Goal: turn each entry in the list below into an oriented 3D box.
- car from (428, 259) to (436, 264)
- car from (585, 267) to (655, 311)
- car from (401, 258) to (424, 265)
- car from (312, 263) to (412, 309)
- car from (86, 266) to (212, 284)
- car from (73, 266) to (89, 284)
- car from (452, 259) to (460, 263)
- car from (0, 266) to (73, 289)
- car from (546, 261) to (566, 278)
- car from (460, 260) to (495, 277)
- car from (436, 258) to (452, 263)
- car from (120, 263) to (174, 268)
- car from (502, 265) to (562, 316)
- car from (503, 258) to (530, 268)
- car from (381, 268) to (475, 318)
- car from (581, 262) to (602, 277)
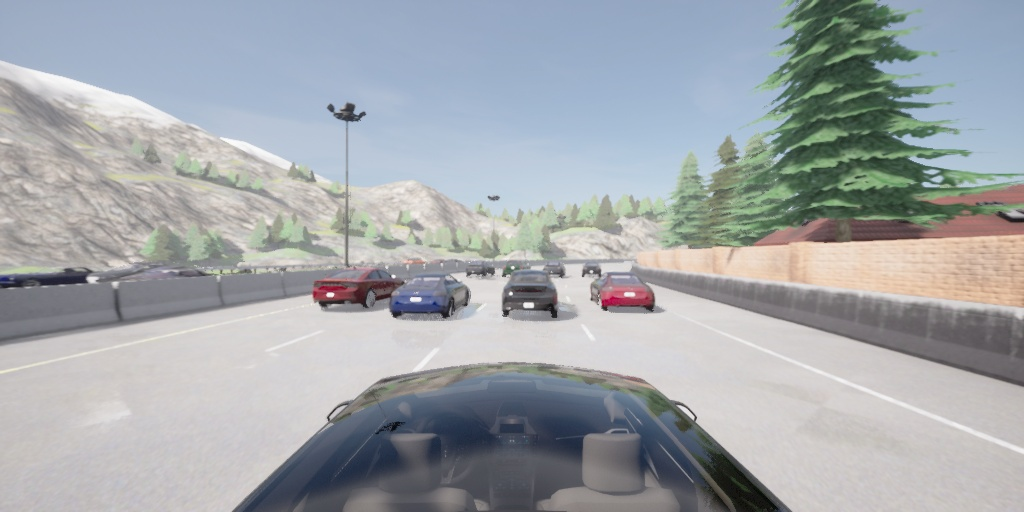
[{"bbox_3d":[-12.850,1.204,63.058,1.882,1.535,5.008,0,0,21],"label":"car"},{"bbox_3d":[4.353,1.327,14.676,1.994,1.385,4.181,0,0,5],"label":"car"},{"bbox_3d":[-17.122,1.067,61.635,2.097,1.767,4.553,0,0,21],"label":"car"},{"bbox_3d":[-6.157,1.214,15.066,1.882,1.535,5.008,0,0,5],"label":"car"},{"bbox_3d":[-16.695,1.311,17.385,1.895,1.301,4.718,0,0,6],"label":"car"},{"bbox_3d":[-23.131,1.186,22.416,2.128,1.511,4.902,0,0,7],"label":"car"},{"bbox_3d":[-7.299,1.340,58.002,1.895,1.301,4.718,0,0,21],"label":"car"},{"bbox_3d":[-26.837,1.286,21.117,1.895,1.301,4.718,0,0,7],"label":"car"},{"bbox_3d":[4.156,1.257,34.822,2.128,1.511,4.902,0,0,13],"label":"car"},{"bbox_3d":[-2.988,1.239,34.944,2.128,1.511,4.902,0,0,13],"label":"car"},{"bbox_3d":[-10.175,1.237,60.257,1.837,1.490,4.892,0,0,21],"label":"car"},{"bbox_3d":[-19.805,1.267,20.729,1.994,1.385,4.181,0,0,7],"label":"car"},{"bbox_3d":[0.708,1.258,13.366,1.837,1.490,4.892,0,0,5],"label":"car"},{"bbox_3d":[0.539,1.108,34.642,2.097,1.767,4.553,0,0,13],"label":"car"},{"bbox_3d":[-2.818,1.308,13.070,1.994,1.385,4.181,0,0,4],"label":"car"},{"bbox_3d":[7.982,1.301,35.776,1.812,1.442,4.674,0,0,14],"label":"car"}]
